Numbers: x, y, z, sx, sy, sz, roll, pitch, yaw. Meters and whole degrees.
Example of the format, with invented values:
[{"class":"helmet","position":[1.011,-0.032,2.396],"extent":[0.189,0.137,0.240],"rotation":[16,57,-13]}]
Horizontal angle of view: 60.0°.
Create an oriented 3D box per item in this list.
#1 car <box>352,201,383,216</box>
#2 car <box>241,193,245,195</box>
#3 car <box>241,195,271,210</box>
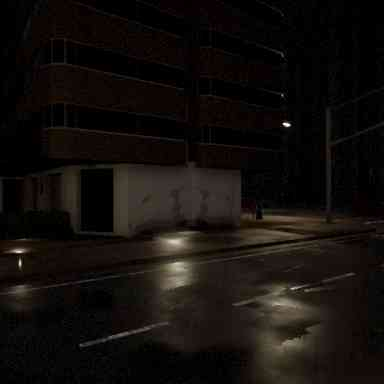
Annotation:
[{"class":"car","position":[17.152,1.526,30.566],"extent":[1.812,1.442,4.674],"rotation":[0,0,-36]},{"class":"car","position":[6.212,1.222,51.975],"extent":[2.150,2.045,5.566],"rotation":[0,0,-36]},{"class":"car","position":[7.994,1.477,43.222],"extent":[1.882,1.535,5.008],"rotation":[0,0,-36]}]
